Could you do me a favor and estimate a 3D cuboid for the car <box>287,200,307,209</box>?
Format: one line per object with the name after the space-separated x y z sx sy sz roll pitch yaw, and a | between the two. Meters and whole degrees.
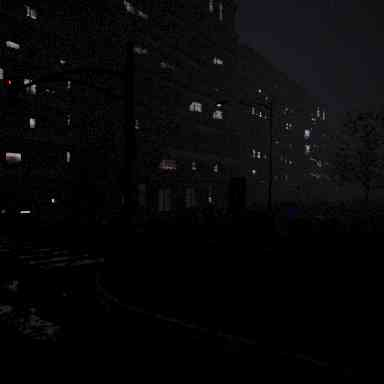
17.343 1.975 54.860 1.802 1.307 4.206 1 0 36 | car

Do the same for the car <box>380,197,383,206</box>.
37.226 2.252 67.681 1.887 1.381 4.507 1 0 36 | car

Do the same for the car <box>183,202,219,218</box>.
0.910 1.712 32.602 1.887 1.381 4.507 1 0 36 | car

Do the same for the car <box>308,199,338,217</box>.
14.221 1.838 36.522 1.967 1.590 4.097 1 0 36 | car

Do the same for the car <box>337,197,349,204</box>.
37.064 2.094 81.569 1.967 1.590 4.097 1 0 36 | car

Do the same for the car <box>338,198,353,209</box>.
24.071 2.064 54.235 2.033 1.411 5.357 1 0 37 | car

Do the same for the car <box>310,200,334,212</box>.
18.097 1.914 46.121 1.882 1.535 5.008 1 0 36 | car

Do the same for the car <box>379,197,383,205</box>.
47.089 2.151 81.036 2.192 1.841 5.009 1 0 36 | car

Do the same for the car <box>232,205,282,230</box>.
4.359 1.827 23.167 1.947 1.339 4.313 1 0 36 | car

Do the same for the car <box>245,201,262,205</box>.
7.483 1.840 41.505 1.802 1.307 4.206 1 0 36 | car

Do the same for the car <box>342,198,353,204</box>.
40.249 2.221 85.883 1.752 1.417 4.829 1 0 36 | car

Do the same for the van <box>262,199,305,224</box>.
7.648 1.648 27.618 1.690 1.788 3.998 1 0 36 | van

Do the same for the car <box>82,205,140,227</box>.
-5.664 1.626 23.699 2.008 1.369 4.403 1 0 36 | car

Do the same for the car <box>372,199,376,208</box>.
30.652 2.202 58.778 1.802 1.307 4.206 1 0 36 | car

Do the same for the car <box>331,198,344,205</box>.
33.776 2.177 77.117 1.947 1.339 4.313 1 0 36 | car

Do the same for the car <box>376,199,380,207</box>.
33.940 2.104 63.230 1.967 1.590 4.097 1 0 36 | car

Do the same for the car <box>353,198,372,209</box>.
27.368 1.891 54.328 2.192 1.841 5.009 1 0 36 | car

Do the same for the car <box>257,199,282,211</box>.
10.771 1.743 45.957 1.967 1.590 4.097 1 0 36 | car
